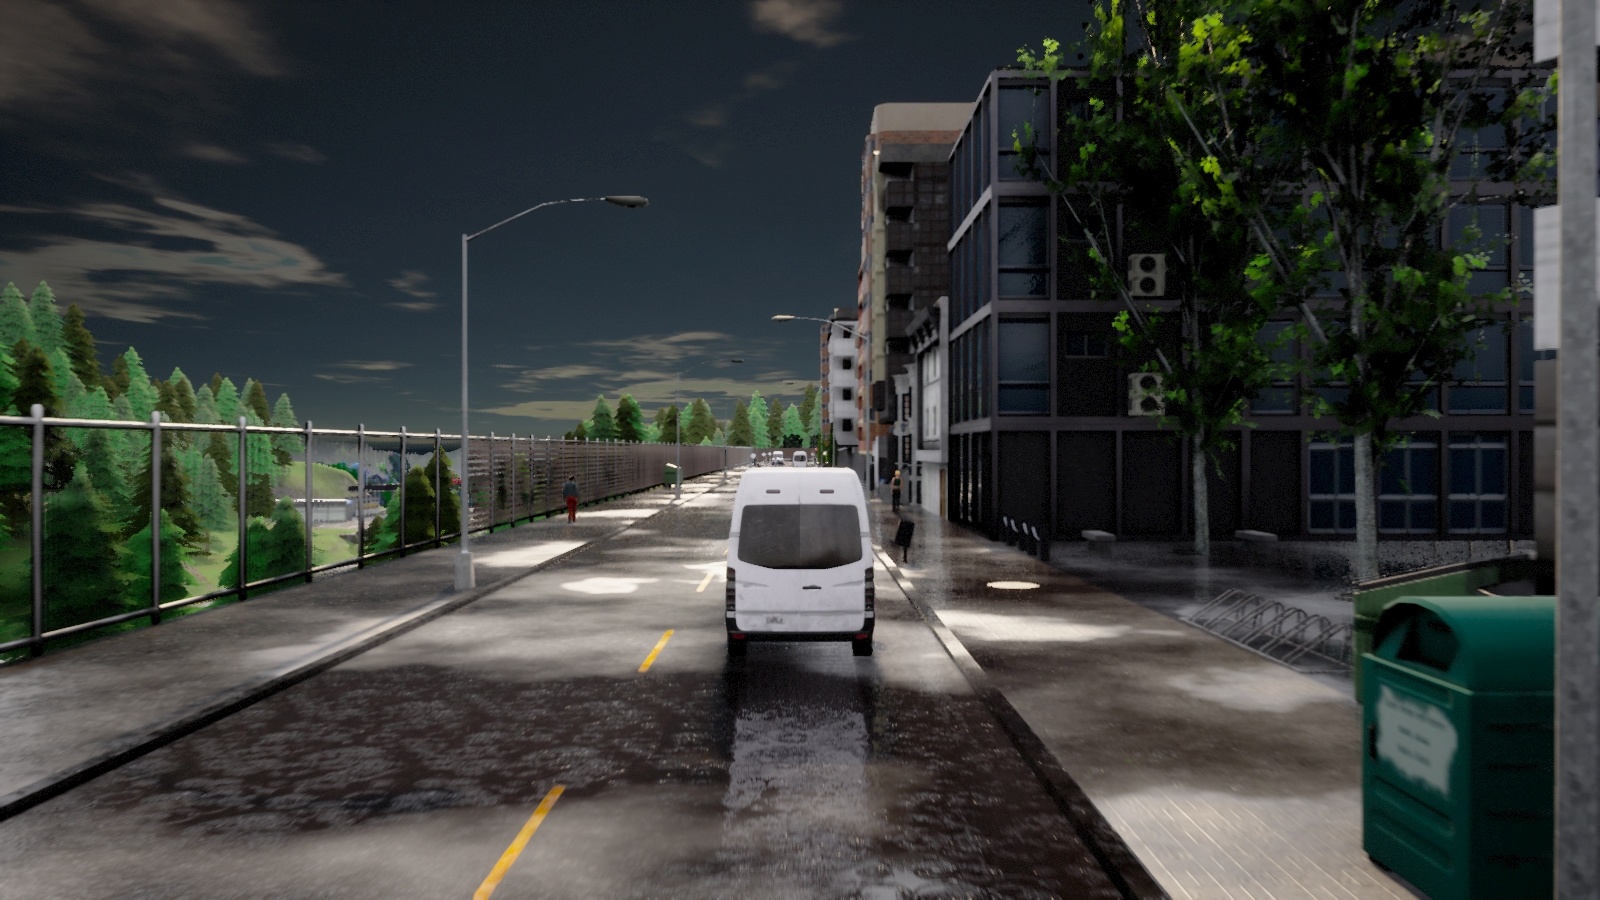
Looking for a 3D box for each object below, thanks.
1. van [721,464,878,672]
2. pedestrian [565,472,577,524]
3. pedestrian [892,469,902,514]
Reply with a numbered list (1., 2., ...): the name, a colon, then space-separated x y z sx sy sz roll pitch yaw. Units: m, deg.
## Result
1. van: -0.004 1.534 17.419 1.988 2.561 5.915 0 0 0
2. pedestrian: -8.341 1.745 41.656 0.375 1.860 0.375 0 0 1
3. pedestrian: 4.036 1.744 47.653 0.375 1.860 0.375 0 0 -3
